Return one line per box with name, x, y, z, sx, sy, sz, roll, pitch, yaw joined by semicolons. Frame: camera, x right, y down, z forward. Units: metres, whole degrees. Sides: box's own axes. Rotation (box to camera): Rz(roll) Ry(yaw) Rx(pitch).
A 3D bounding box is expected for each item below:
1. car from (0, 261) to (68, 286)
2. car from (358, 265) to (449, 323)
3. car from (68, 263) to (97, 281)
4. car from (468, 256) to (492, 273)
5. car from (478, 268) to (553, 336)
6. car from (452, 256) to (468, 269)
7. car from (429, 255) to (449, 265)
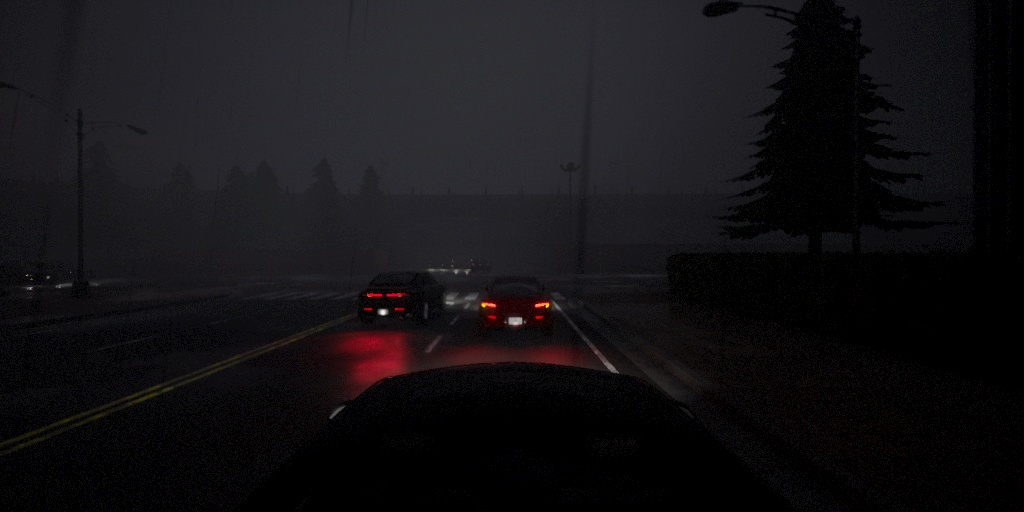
car;-32.245;1.130;22.931;4.892;1.490;1.837;0;0;-3
car;-3.415;1.222;11.895;1.837;1.490;4.892;0;0;0
car;-33.718;1.118;26.327;4.892;1.490;1.837;0;0;-4
car;-3.395;0.973;40.586;2.097;1.767;4.553;0;0;0
car;0.085;1.248;10.148;1.812;1.442;4.674;0;0;0
car;-7.076;0.938;51.954;2.097;1.767;4.553;0;0;0
car;-10.572;0.805;52.450;2.150;2.045;5.566;0;0;0
